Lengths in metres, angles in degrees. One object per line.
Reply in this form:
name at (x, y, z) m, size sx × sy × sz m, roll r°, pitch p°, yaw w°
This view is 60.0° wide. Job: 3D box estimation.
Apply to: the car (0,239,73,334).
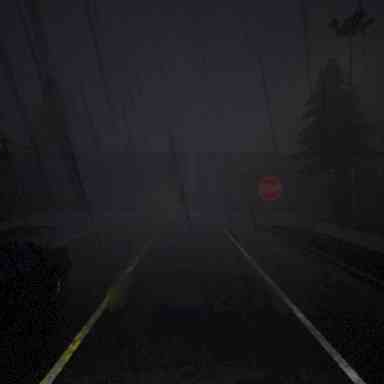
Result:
car at (-3.599, 1.518, 5.228) m, size 2.033 × 1.411 × 5.357 m, roll 0°, pitch 0°, yaw 0°
